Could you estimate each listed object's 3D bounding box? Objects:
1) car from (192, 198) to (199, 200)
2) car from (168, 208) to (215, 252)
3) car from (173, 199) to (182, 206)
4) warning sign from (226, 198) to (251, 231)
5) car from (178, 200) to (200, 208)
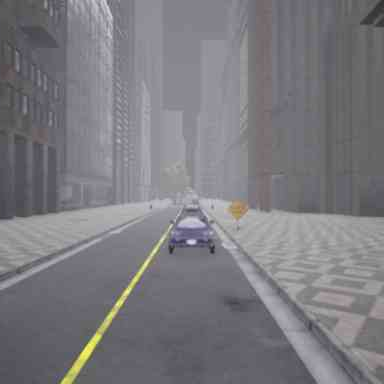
[{"bbox_3d":[1.010,2.369,89.533,1.812,1.442,4.674,0,-1,0],"label":"car"},{"bbox_3d":[-0.001,1.661,14.380,1.812,1.442,4.674,0,0,0],"label":"car"},{"bbox_3d":[-3.031,2.191,70.981,2.128,1.511,4.902,0,-1,0],"label":"car"},{"bbox_3d":[2.703,1.299,19.545,1.300,1.860,1.060,0,-1,0],"label":"warning sign"},{"bbox_3d":[-0.009,1.783,29.304,1.837,1.490,4.892,0,0,0],"label":"car"}]
